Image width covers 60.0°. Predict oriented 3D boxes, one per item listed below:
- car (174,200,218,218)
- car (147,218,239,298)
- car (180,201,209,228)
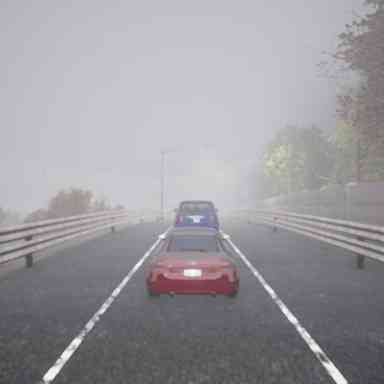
[{"bbox_3d":[0.212,1.425,17.374,2.150,2.045,5.566,0,-1,0],"label":"car"},{"bbox_3d":[0.050,1.595,8.606,1.994,1.385,4.181,0,-1,1],"label":"car"},{"bbox_3d":[0.236,1.815,27.840,2.150,2.045,5.566,0,-3,1],"label":"car"}]
